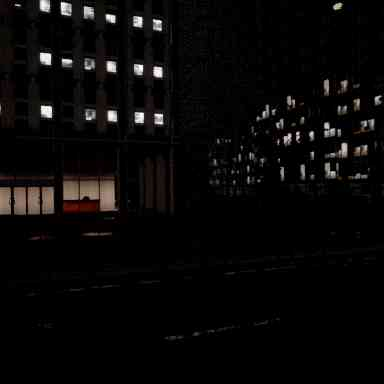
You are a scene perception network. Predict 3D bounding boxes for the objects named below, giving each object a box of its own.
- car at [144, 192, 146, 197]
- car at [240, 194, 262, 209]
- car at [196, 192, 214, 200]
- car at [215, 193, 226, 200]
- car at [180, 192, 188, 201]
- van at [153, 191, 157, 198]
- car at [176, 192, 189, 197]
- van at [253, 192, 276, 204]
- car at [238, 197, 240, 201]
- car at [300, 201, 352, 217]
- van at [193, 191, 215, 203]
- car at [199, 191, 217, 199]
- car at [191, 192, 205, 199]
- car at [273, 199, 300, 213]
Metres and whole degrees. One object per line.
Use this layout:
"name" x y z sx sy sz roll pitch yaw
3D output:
"car" -10.454 0.732 87.807 1.967 1.590 4.097 0 1 -21
"car" 7.968 1.331 40.091 1.947 1.339 4.313 0 1 -21
"car" 2.701 0.879 69.849 1.882 1.535 5.008 -1 1 -21
"car" 5.570 0.953 69.634 1.802 1.307 4.206 0 1 -21
"car" -2.245 1.056 66.609 2.008 1.369 4.403 0 1 -21
"van" -8.403 0.687 82.506 1.690 1.788 3.998 0 1 -21
"car" -2.640 0.709 90.833 2.008 1.369 4.403 0 1 -21
"van" 11.726 0.870 53.731 1.690 1.788 3.998 0 1 -21
"car" 9.675 1.059 59.033 1.802 1.307 4.206 0 1 -21
"car" 12.002 1.434 29.462 1.947 1.339 4.313 0 1 -21
"van" 1.860 0.952 56.006 1.690 1.788 3.998 0 1 -21
"car" 3.517 0.633 74.931 2.192 1.841 5.009 0 1 -21
"car" 1.464 0.705 80.232 1.967 1.590 4.097 0 1 -21
"car" 9.966 1.399 34.770 1.802 1.307 4.206 0 1 -21
